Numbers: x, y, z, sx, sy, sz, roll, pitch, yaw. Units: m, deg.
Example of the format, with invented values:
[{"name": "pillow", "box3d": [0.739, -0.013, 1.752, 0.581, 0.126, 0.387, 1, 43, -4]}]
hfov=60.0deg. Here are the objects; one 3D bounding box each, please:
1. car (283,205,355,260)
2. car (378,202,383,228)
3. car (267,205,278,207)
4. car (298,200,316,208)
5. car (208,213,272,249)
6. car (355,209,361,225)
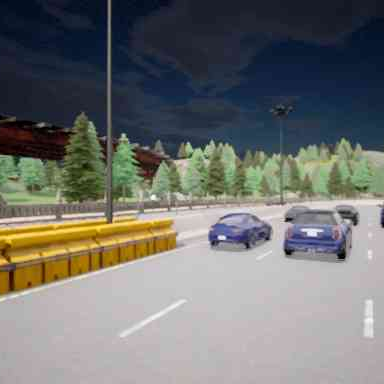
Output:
[{"name": "car", "box3d": [5.170, 1.493, 13.381, 2.097, 1.767, 4.553, 0, -1, 29]}, {"name": "car", "box3d": [14.925, 1.473, 24.200, 2.150, 2.045, 5.566, 0, 0, 28]}, {"name": "car", "box3d": [15.596, 2.125, 60.941, 1.882, 1.535, 5.008, -1, -1, 35]}, {"name": "car", "box3d": [22.020, 2.227, 63.663, 1.994, 1.385, 4.181, -1, -1, 37]}, {"name": "car", "box3d": [2.310, 1.693, 15.449, 1.812, 1.442, 4.674, 0, 0, 29]}, {"name": "car", "box3d": [12.303, 1.785, 26.686, 1.837, 1.490, 4.892, 0, 0, 29]}]
